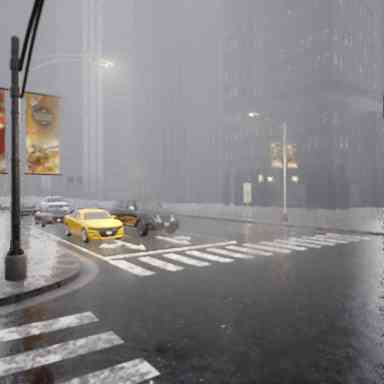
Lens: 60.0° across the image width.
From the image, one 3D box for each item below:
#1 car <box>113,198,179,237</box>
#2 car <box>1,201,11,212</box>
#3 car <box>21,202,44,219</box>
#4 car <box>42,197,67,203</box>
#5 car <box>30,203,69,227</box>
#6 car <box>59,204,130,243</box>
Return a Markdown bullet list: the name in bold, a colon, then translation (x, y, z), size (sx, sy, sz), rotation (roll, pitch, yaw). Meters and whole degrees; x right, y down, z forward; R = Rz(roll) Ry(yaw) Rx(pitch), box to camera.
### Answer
- **car**: translation (-3.009, 1.404, 20.005), size (2.150, 2.045, 5.566), rotation (0, 0, -37)
- **car**: translation (-25.127, 1.959, 45.768), size (1.812, 1.442, 4.674), rotation (0, 0, -35)
- **car**: translation (-16.351, 1.908, 33.236), size (1.895, 1.301, 4.718), rotation (0, 0, -35)
- **car**: translation (-15.660, 1.541, 37.896), size (2.150, 2.045, 5.566), rotation (0, -1, -35)
- **car**: translation (-10.511, 1.810, 25.011), size (1.994, 1.385, 4.181), rotation (0, 0, -35)
- **car**: translation (-5.317, 1.667, 17.676), size (1.882, 1.535, 5.008), rotation (0, 0, -35)
